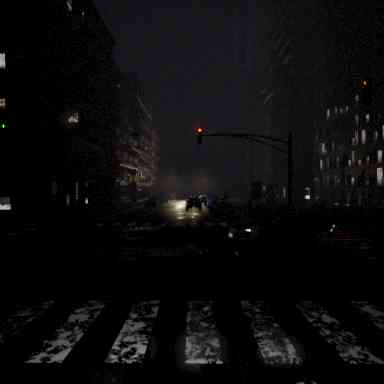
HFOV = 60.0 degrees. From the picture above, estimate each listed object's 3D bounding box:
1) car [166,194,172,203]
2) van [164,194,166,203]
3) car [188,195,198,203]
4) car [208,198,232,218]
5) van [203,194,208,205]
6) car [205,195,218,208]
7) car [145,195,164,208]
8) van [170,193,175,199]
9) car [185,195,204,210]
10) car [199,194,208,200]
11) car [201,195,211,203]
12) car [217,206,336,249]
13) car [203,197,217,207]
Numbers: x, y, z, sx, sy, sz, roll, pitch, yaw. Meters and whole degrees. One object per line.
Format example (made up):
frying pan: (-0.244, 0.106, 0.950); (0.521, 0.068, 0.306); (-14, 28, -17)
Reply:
car: (-5.499, 1.470, 63.892); (1.887, 1.381, 4.507); (-1, 0, 0)
van: (-5.539, 1.286, 52.601); (1.690, 1.788, 3.998); (-1, 0, 0)
car: (0.251, 1.426, 71.143); (2.128, 1.511, 4.902); (0, 0, 0)
car: (2.740, 1.522, 30.024); (1.887, 1.381, 4.507); (-1, 0, 0)
van: (2.791, 1.295, 46.961); (1.690, 1.788, 3.998); (-1, 0, 0)
car: (2.756, 1.410, 35.669); (1.967, 1.590, 4.097); (-1, 0, 0)
car: (-5.553, 1.520, 46.955); (1.947, 1.339, 4.313); (-1, 0, 0)
van: (-5.466, 1.242, 75.186); (1.690, 1.788, 3.998); (-1, 0, 0)
car: (0.226, 1.467, 41.315); (1.837, 1.490, 4.892); (0, 0, 0)
car: (2.956, 1.313, 86.482); (1.967, 1.590, 4.097); (-1, 0, 0)
car: (2.871, 1.353, 69.544); (1.967, 1.590, 4.097); (-1, 0, 0)
car: (3.849, 1.488, 14.307); (4.902, 1.511, 2.128); (0, 0, -21)
car: (2.812, 1.490, 52.607); (1.887, 1.381, 4.507); (-1, 0, 0)
